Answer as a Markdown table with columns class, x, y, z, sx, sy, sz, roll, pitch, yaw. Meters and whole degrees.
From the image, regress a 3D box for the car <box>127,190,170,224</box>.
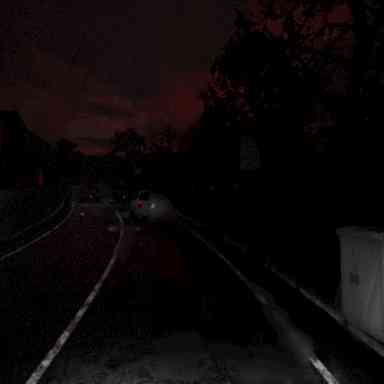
| class | x | y | z | sx | sy | sz | roll | pitch | yaw |
| --- | --- | --- | --- | --- | --- | --- | --- | --- | --- |
| car | -2.854 | 0.858 | 21.794 | 2.150 | 2.045 | 5.566 | 1 | 1 | -14 |

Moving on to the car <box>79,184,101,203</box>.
| class | x | y | z | sx | sy | sz | roll | pitch | yaw |
| --- | --- | --- | --- | --- | --- | --- | --- | --- | --- |
| car | -11.972 | 0.105 | 39.054 | 2.150 | 2.045 | 5.566 | 1 | 1 | -19 |

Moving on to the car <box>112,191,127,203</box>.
| class | x | y | z | sx | sy | sz | roll | pitch | yaw |
| --- | --- | --- | --- | --- | --- | --- | --- | --- | --- |
| car | -8.438 | 0.526 | 39.798 | 2.033 | 1.411 | 5.357 | 1 | 2 | -19 |
